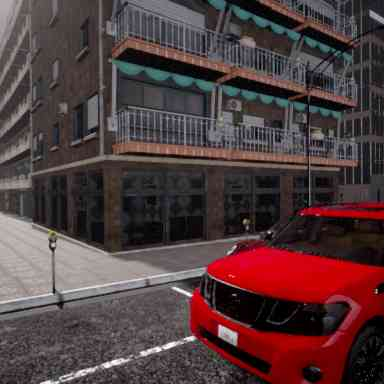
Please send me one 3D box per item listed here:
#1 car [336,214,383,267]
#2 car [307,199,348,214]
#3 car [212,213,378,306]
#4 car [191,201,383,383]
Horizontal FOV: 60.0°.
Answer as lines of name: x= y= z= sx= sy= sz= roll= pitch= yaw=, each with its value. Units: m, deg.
car: x=7.228 y=1.543 z=11.716 sx=4.507 sy=1.381 sz=1.887 roll=0 pitch=-1 yaw=-35
car: x=16.498 y=1.745 z=40.603 sx=1.967 sy=1.590 sz=4.097 roll=-2 pitch=0 yaw=-36
car: x=2.728 y=1.439 z=8.512 sx=4.097 sy=1.590 sz=1.967 roll=0 pitch=-1 yaw=-35
car: x=2.643 y=1.221 z=5.252 sx=5.566 sy=2.045 sz=2.150 roll=0 pitch=0 yaw=-35
